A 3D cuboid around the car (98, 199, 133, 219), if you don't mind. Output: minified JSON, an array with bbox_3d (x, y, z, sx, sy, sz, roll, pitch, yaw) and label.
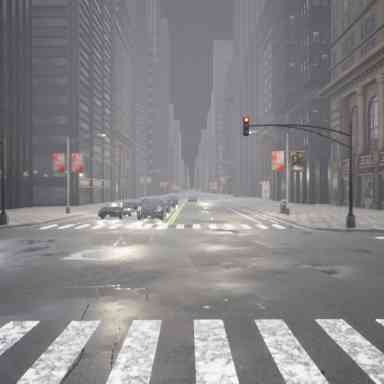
[{"bbox_3d":[-6.551,1.531,29.257,2.033,1.411,5.357,0,0,4],"label":"car"}]

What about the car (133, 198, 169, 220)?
[{"bbox_3d":[-3.327,1.337,27.998,2.097,1.767,4.553,0,0,0],"label":"car"}]

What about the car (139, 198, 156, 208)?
[{"bbox_3d":[-6.565,1.565,49.441,1.895,1.301,4.718,0,0,0],"label":"car"}]

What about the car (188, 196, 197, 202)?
[{"bbox_3d":[0.138,1.469,70.256,2.033,1.411,5.357,0,0,0],"label":"car"}]

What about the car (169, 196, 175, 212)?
[{"bbox_3d":[-3.320,1.524,37.472,2.033,1.411,5.357,0,0,0],"label":"car"}]

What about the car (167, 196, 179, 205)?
[{"bbox_3d":[-3.273,1.455,57.745,1.837,1.490,4.892,0,0,0],"label":"car"}]

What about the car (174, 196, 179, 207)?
[{"bbox_3d":[-3.319,1.531,47.371,1.994,1.385,4.181,0,0,0],"label":"car"}]

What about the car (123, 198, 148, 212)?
[{"bbox_3d":[-6.567,1.523,39.355,2.033,1.411,5.357,0,0,0],"label":"car"}]
